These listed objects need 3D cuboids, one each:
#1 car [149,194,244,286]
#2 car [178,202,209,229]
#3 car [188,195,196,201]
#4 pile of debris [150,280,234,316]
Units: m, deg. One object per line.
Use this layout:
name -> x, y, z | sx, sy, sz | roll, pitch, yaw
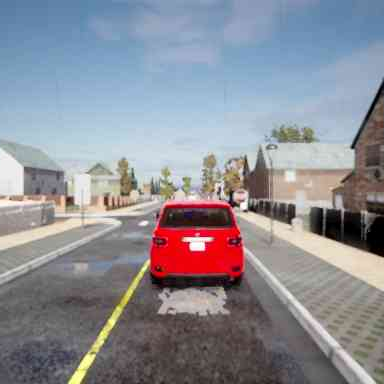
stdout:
car -> 0.096, 1.192, 9.515 | 2.150, 2.045, 5.566 | 0, 0, 0
car -> 0.082, 1.473, 22.059 | 1.812, 1.442, 4.674 | 0, 0, 0
car -> -0.031, 1.455, 80.200 | 1.837, 1.490, 4.892 | 0, 0, 0
pile of debris -> -0.002, 2.152, 6.885 | 1.500, 0.140, 1.860 | 0, 0, 0
